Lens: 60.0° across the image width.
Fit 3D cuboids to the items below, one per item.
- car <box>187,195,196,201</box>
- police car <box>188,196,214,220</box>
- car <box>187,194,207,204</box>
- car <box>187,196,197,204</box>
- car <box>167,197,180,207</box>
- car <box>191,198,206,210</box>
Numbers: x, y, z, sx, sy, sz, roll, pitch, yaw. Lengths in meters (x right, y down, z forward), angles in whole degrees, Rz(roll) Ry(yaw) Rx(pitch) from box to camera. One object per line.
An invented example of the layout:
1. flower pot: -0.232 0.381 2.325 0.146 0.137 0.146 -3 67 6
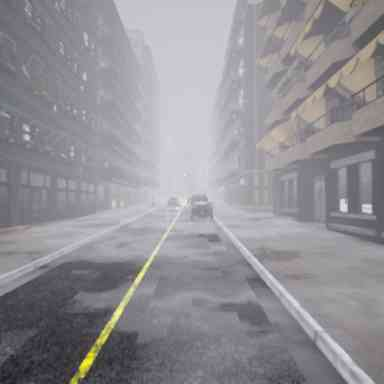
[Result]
1. car: -0.012 1.420 80.243 2.128 1.511 4.902 0 0 0
2. police car: 0.821 1.433 28.712 1.930 1.638 5.238 0 0 0
3. car: 0.819 1.234 38.639 2.150 2.045 5.566 0 0 0
4. car: -0.010 1.517 65.235 1.837 1.490 4.892 0 0 0
5. car: -2.828 1.519 50.942 1.837 1.490 4.892 0 -1 0
6. car: 0.818 1.537 44.610 1.812 1.442 4.674 0 0 0
